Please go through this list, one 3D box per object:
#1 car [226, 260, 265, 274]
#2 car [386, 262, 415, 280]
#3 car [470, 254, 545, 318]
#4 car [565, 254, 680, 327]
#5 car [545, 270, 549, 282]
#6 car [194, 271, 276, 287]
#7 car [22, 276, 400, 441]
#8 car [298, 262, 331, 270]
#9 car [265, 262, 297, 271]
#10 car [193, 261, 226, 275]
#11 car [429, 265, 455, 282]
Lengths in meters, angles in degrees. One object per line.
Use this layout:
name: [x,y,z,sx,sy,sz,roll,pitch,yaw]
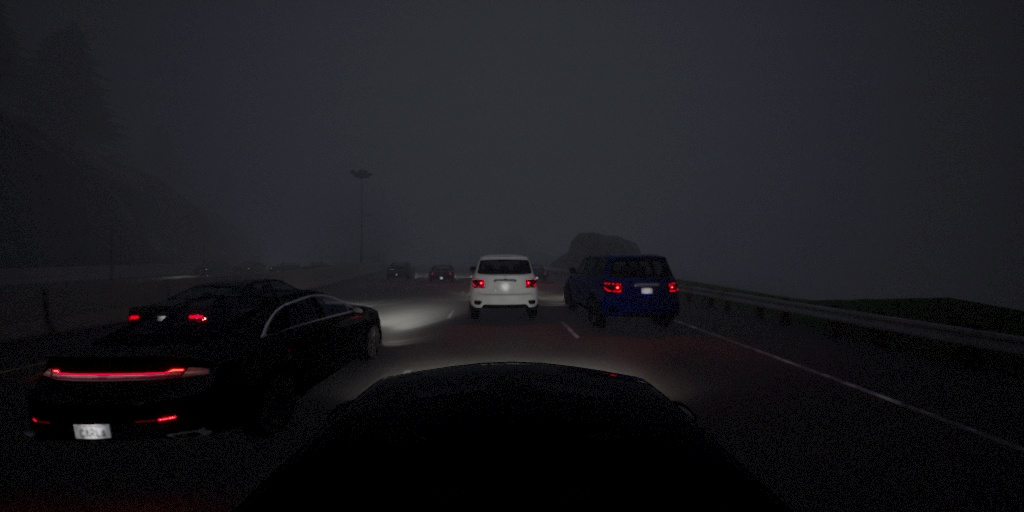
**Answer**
car: [-29.341,1.265,40.137,1.882,1.535,5.008,0,0,-14]
car: [-9.373,1.243,30.405,2.128,1.511,4.902,0,0,-9]
car: [-0.369,0.965,13.172,2.150,2.045,5.566,0,0,-4]
car: [3.228,0.959,11.627,2.150,2.045,5.566,0,0,-3]
car: [1.519,1.330,28.754,1.895,1.301,4.718,0,0,-8]
car: [-7.164,1.307,9.759,2.033,1.411,5.357,0,0,-3]
car: [-3.542,1.247,5.415,2.128,1.511,4.902,0,0,-1]
car: [-22.348,1.373,41.029,1.895,1.301,4.718,0,0,-13]
car: [-25.993,1.380,41.237,1.895,1.301,4.718,0,0,-14]
car: [-32.757,1.302,39.409,1.837,1.490,4.892,0,-1,-14]
car: [-5.575,1.345,28.843,1.895,1.301,4.718,0,0,-9]
